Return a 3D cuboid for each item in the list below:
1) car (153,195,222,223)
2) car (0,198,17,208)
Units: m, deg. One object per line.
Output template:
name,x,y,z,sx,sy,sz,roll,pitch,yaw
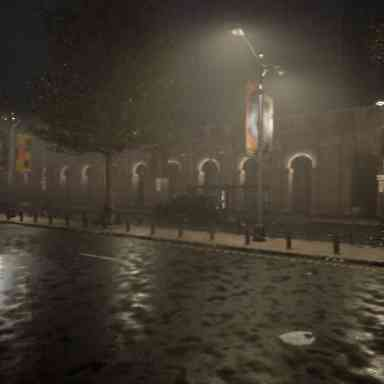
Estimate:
car,-0.391,1.213,25.576,5.566,2.045,2.150,1,0,34
car,-23.796,1.383,41.202,4.718,1.301,1.895,1,0,34
